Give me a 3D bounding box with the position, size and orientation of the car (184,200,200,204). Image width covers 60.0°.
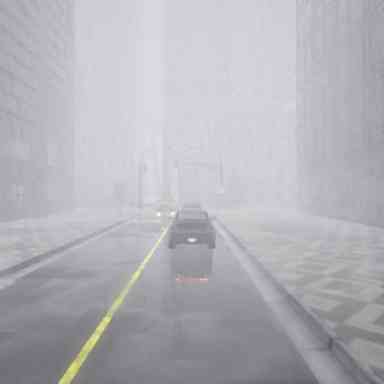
[{"bbox_3d":[0.000,1.487,29.650,2.128,1.511,4.902,0,0,0],"label":"car"}]

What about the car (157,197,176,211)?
[{"bbox_3d":[-3.000,1.392,39.681,2.097,1.767,4.553,0,0,0],"label":"car"}]

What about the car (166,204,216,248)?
[{"bbox_3d":[0.000,1.514,14.649,1.837,1.490,4.892,0,0,0],"label":"car"}]
